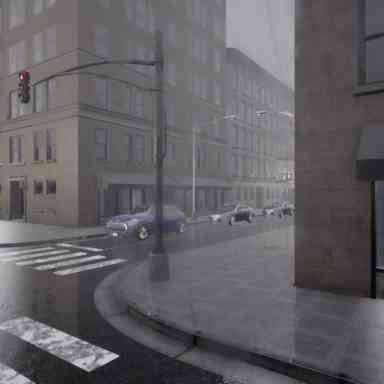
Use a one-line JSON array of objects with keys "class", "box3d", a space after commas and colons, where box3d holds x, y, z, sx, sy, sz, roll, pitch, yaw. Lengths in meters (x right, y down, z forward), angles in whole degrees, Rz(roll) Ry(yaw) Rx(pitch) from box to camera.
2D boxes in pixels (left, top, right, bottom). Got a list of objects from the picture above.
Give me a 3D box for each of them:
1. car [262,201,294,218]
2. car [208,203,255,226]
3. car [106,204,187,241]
[{"class": "car", "box3d": [8.531, 1.674, 32.697, 2.128, 1.511, 4.902, 0, 0, 36]}, {"class": "car", "box3d": [3.017, 1.622, 24.946, 2.128, 1.511, 4.902, 0, 0, 35]}, {"class": "car", "box3d": [-2.301, 1.432, 17.510, 2.097, 1.767, 4.553, 0, 0, 36]}]
